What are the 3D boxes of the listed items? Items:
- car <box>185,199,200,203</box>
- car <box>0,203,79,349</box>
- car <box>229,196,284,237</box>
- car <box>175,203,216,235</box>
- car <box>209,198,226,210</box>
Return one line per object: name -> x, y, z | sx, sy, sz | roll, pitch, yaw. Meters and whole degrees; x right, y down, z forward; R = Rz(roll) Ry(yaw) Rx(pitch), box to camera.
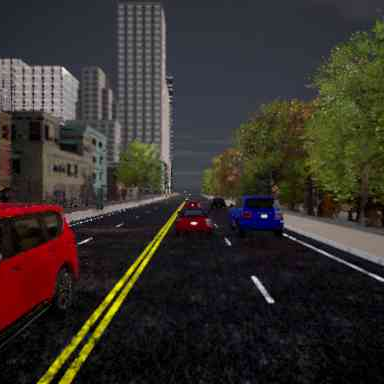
car -> 0.100, 1.553, 42.472 | 1.994, 1.385, 4.181 | 0, 0, 0
car -> -3.347, 1.221, 4.502 | 2.150, 2.045, 5.566 | 0, 0, 0
car -> 3.350, 1.219, 18.098 | 2.150, 2.045, 5.566 | 0, 0, 0
car -> 0.100, 1.561, 18.971 | 1.994, 1.385, 4.181 | 0, 0, 0
car -> 3.348, 1.467, 43.592 | 1.882, 1.535, 5.008 | 0, 0, 0
